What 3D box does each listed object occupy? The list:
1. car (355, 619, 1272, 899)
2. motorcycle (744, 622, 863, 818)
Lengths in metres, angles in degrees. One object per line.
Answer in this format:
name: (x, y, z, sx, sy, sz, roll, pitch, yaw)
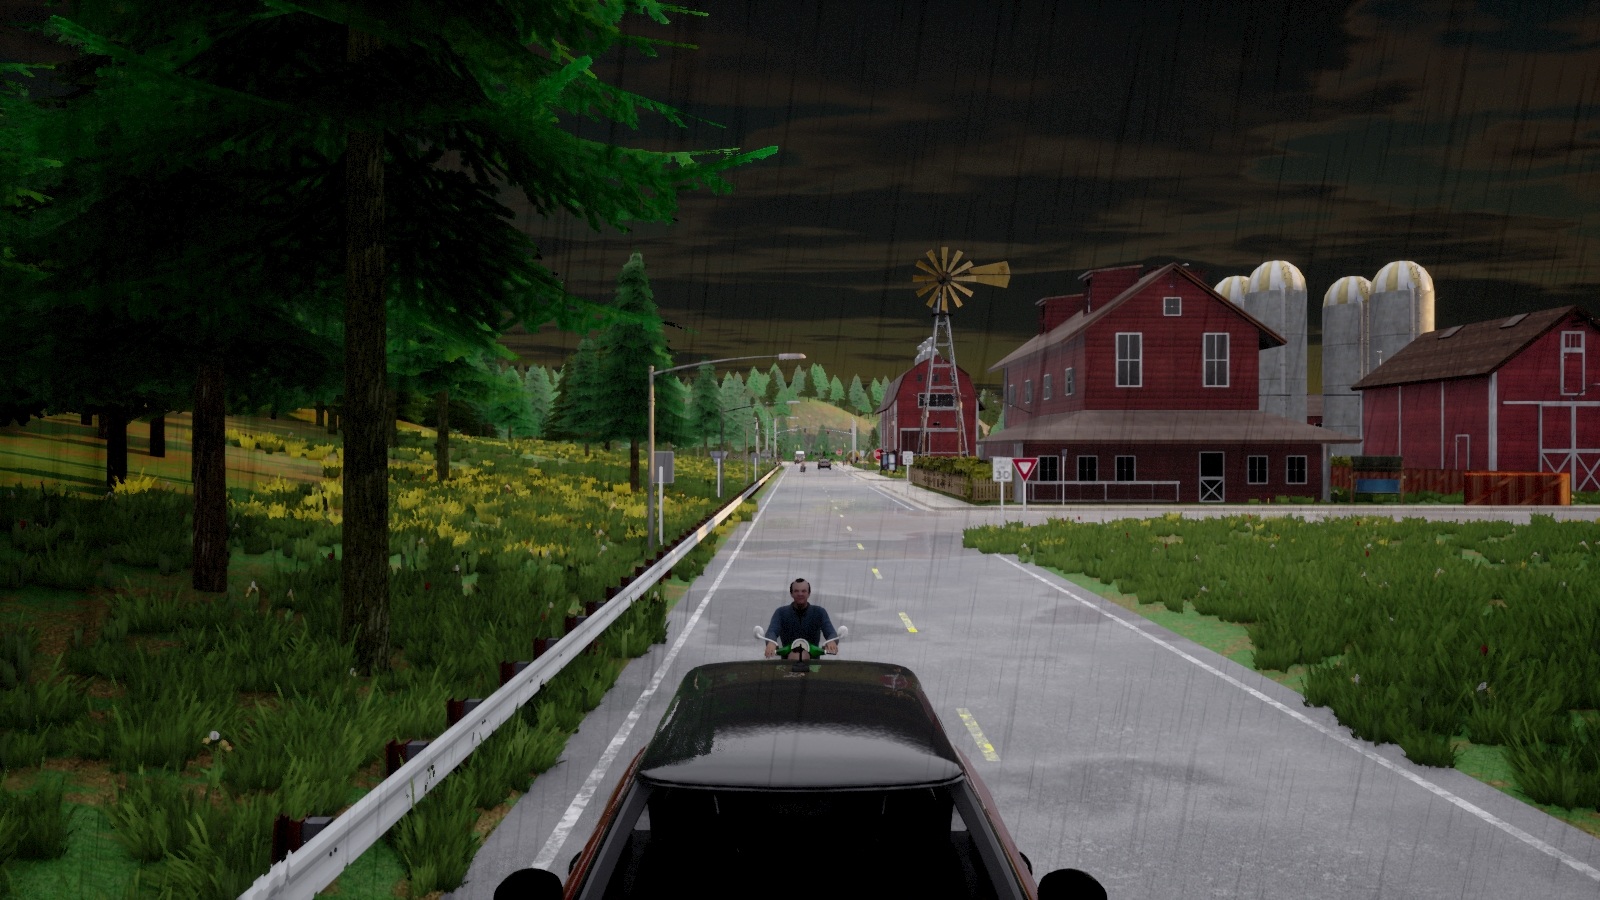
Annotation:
car: (0.032, 1.899, 4.503, 2.097, 1.767, 4.553, 0, 0, 0)
motorcycle: (0.024, 2.229, 9.842, 0.867, 1.251, 2.209, -2, -3, 0)
